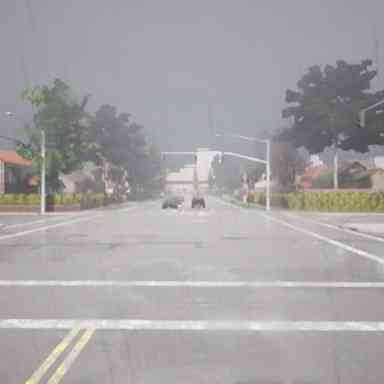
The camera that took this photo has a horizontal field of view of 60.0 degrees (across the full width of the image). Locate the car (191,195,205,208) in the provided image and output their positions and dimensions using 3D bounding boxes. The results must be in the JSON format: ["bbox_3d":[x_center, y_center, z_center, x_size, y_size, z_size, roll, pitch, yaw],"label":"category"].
[{"bbox_3d":[0.893,1.449,47.613,1.837,1.490,4.892,0,0,0],"label":"car"}]

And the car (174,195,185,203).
[{"bbox_3d":[-2.539,1.459,69.606,2.033,1.411,5.357,0,0,0],"label":"car"}]

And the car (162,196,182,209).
[{"bbox_3d":[-2.822,1.496,43.699,2.033,1.411,5.357,0,0,1],"label":"car"}]

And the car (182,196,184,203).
[{"bbox_3d":[-2.719,1.438,55.234,1.837,1.490,4.892,0,1,1],"label":"car"}]

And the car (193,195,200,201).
[{"bbox_3d":[1.063,1.426,83.116,1.812,1.442,4.674,0,0,0],"label":"car"}]
